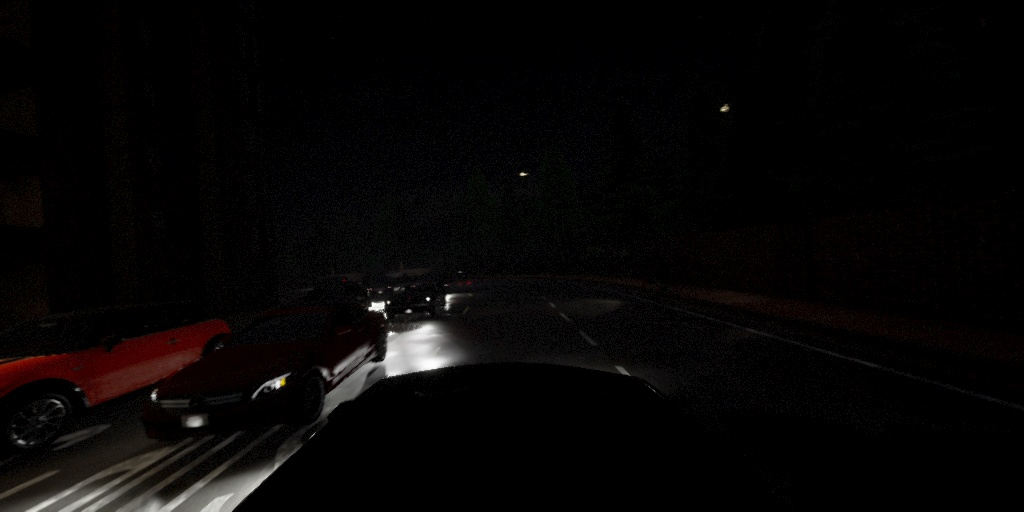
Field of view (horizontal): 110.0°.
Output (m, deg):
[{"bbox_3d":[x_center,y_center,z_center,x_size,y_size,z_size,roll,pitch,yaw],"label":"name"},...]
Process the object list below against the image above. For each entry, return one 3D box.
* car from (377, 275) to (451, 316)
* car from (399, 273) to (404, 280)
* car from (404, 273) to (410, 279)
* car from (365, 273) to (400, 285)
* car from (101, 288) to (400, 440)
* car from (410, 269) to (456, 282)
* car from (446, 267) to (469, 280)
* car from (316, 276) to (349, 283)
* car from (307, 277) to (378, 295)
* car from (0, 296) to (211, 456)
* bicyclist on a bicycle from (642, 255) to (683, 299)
[{"bbox_3d":[-3.962,1.760,15.402,1.895,1.301,4.718,-4,0,-4],"label":"car"},{"bbox_3d":[-14.195,2.633,38.288,4.902,1.511,2.128,-5,-1,40],"label":"car"},{"bbox_3d":[-12.075,2.583,40.742,4.718,1.301,1.895,-5,-1,41],"label":"car"},{"bbox_3d":[-9.429,2.151,25.225,2.128,1.511,4.902,-4,0,-23],"label":"car"},{"bbox_3d":[-3.616,1.590,6.305,1.812,1.442,4.674,-4,0,-2],"label":"car"},{"bbox_3d":[-5.752,1.922,25.517,2.033,1.411,5.357,-4,0,-20],"label":"car"},{"bbox_3d":[-6.878,2.067,40.584,2.128,1.511,4.902,-4,-1,-43],"label":"car"},{"bbox_3d":[-23.509,3.427,47.050,4.892,1.490,1.837,-4,-1,18],"label":"car"},{"bbox_3d":[-7.475,1.936,15.068,1.837,1.490,4.892,-4,0,-4],"label":"car"},{"bbox_3d":[-7.125,1.687,5.935,2.097,1.767,4.553,-4,0,-2],"label":"car"},{"bbox_3d":[5.745,0.751,13.917,1.656,1.620,0.582,-14,0,-1],"label":"bicyclist on a bicycle"}]
